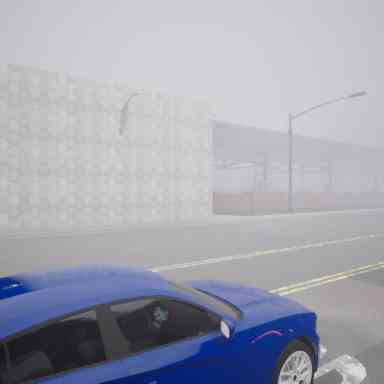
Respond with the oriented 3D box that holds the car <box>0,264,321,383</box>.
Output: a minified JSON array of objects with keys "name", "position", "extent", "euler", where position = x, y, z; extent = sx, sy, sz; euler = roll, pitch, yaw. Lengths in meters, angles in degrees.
[{"name":"car","position":[-0.791,1.478,3.185],"extent":[5.008,1.535,1.882],"euler":[0,0,-36]}]
